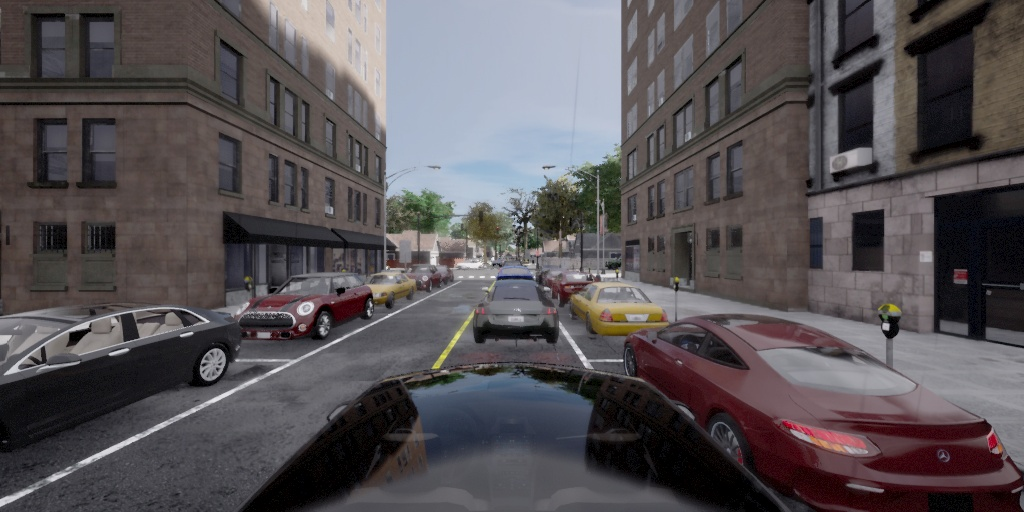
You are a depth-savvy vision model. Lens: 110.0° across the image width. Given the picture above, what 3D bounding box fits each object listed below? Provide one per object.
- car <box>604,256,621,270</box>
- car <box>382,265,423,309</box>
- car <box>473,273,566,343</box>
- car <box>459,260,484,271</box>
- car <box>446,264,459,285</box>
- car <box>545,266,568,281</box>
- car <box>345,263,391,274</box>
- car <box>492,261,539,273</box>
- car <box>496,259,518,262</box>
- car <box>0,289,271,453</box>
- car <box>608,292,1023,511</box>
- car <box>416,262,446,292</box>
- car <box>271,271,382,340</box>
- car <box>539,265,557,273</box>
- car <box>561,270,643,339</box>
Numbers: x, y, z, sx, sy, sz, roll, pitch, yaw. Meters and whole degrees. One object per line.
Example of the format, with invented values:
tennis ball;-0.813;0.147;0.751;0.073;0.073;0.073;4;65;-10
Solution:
car;15.607;0.895;49.239;5.566;2.045;2.150;0;0;0
car;-5.355;1.280;15.111;1.751;1.417;4.829;0;0;0
car;0.110;1.316;9.660;1.994;1.385;4.181;0;0;1
car;-6.015;1.313;51.601;1.812;1.442;4.674;1;1;36
car;-5.325;1.343;26.319;1.802;1.307;4.207;0;0;0
car;2.671;1.300;15.262;1.888;1.381;4.507;0;0;0
car;-17.091;1.467;42.640;4.718;1.301;1.895;0;0;-2
car;0.122;1.235;18.653;1.882;1.535;5.008;0;0;-1
car;0.069;1.114;27.878;2.097;1.767;4.553;0;0;0
car;-5.384;1.301;4.243;2.007;1.370;4.403;0;0;0
car;2.641;1.332;4.225;1.802;1.307;4.207;0;0;0
car;-5.340;1.198;20.800;1.967;1.591;4.097;0;0;0
car;-5.369;1.192;9.762;1.967;1.591;4.097;0;0;0
car;2.685;1.340;20.780;1.802;1.307;4.207;0;0;0
car;2.656;1.278;9.914;1.751;1.417;4.829;0;0;0
